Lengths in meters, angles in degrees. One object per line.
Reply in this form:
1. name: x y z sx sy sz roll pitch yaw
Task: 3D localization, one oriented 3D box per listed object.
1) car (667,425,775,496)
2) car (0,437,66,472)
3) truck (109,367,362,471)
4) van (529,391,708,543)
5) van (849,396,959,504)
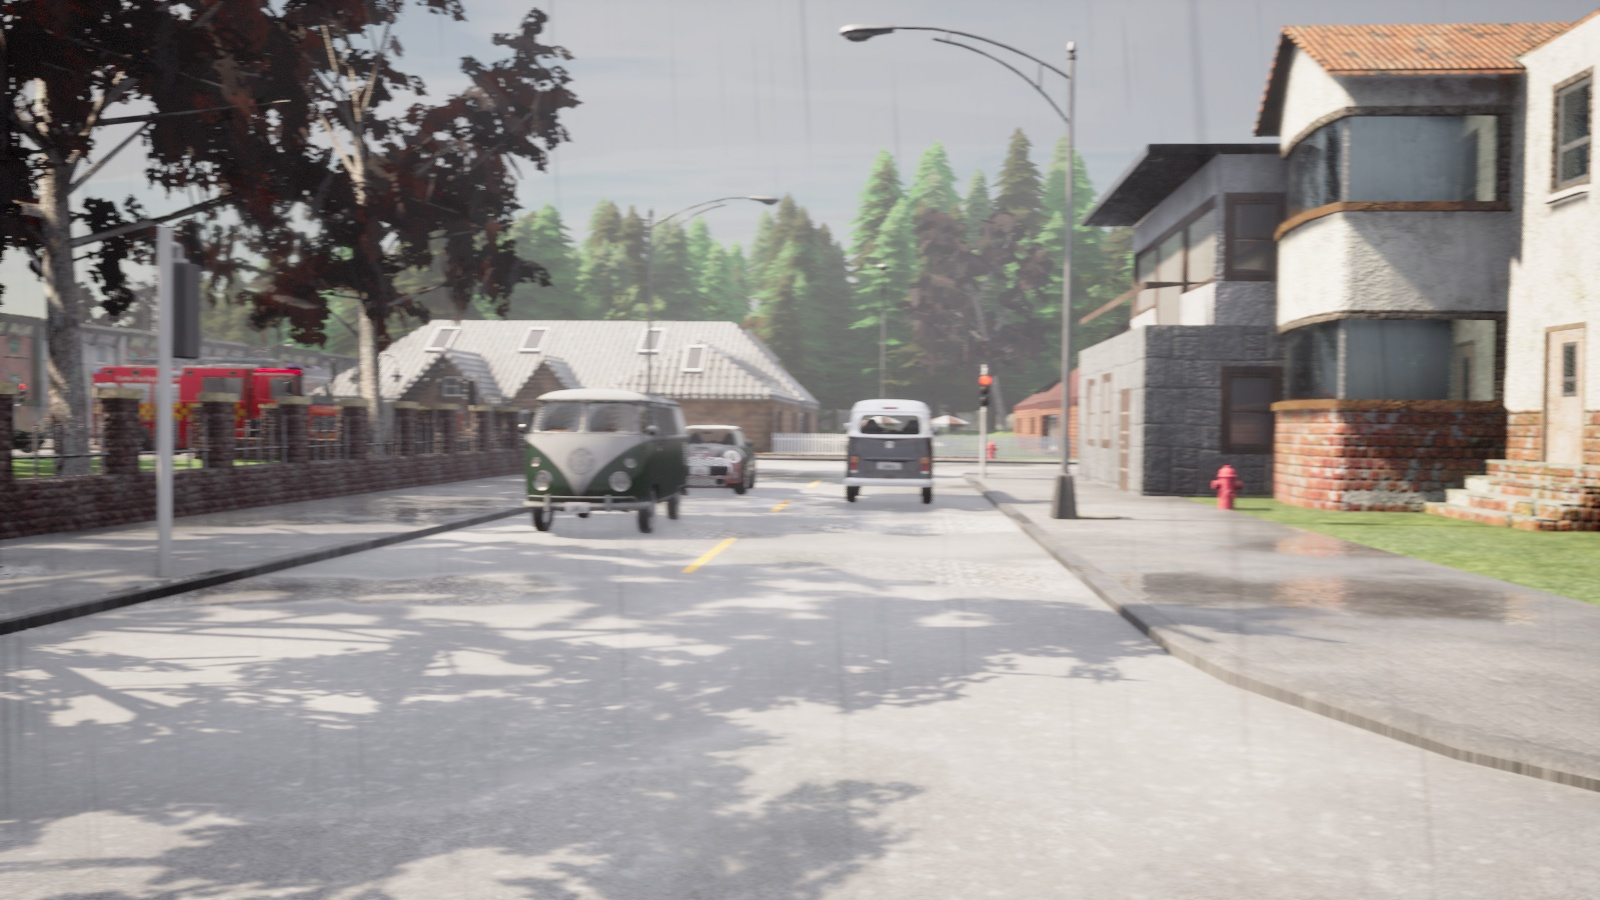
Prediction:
1. car: -1.708 0.191 28.297 1.970 1.475 3.806 0 1 3
2. car: -31.636 0.165 49.193 4.718 1.301 1.895 0 1 4
3. truck: -21.612 -1.173 48.326 8.468 3.827 2.891 0 1 4
4. van: -2.551 0.187 18.680 1.775 1.987 4.442 0 1 3
5. van: 2.167 -0.039 26.014 2.069 2.038 4.480 0 1 5
